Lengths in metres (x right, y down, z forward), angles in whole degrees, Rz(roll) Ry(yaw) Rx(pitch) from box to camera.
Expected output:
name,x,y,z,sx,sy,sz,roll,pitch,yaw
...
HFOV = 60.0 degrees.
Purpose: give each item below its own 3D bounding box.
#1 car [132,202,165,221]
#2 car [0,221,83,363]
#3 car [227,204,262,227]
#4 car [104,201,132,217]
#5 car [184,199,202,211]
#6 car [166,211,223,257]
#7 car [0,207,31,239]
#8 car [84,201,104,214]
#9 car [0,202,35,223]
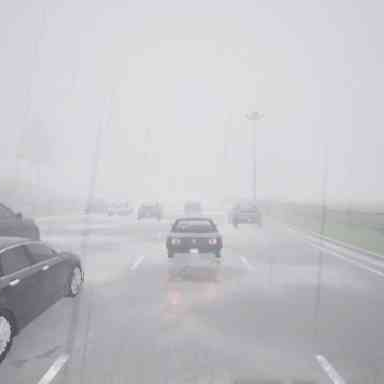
name,x,y,z,sx,sy,sz,roll,pitch,yaw
car,-3.409,1.571,28.188,2.128,1.511,4.902,0,0,0
car,-3.405,1.522,5.705,1.837,1.490,4.892,0,0,0
car,3.594,1.557,23.108,2.128,1.511,4.902,0,0,0
car,-6.909,1.692,32.751,1.895,1.301,4.718,0,0,0
car,0.090,1.585,38.692,1.882,1.535,5.008,0,0,0
car,0.081,1.638,13.061,1.895,1.301,4.718,0,0,0
car,-10.404,1.594,16.676,2.033,1.411,5.357,0,0,0
car,-10.410,1.650,36.950,2.033,1.411,5.357,0,0,0
car,-6.902,1.251,10.385,2.150,2.045,5.566,0,0,0
